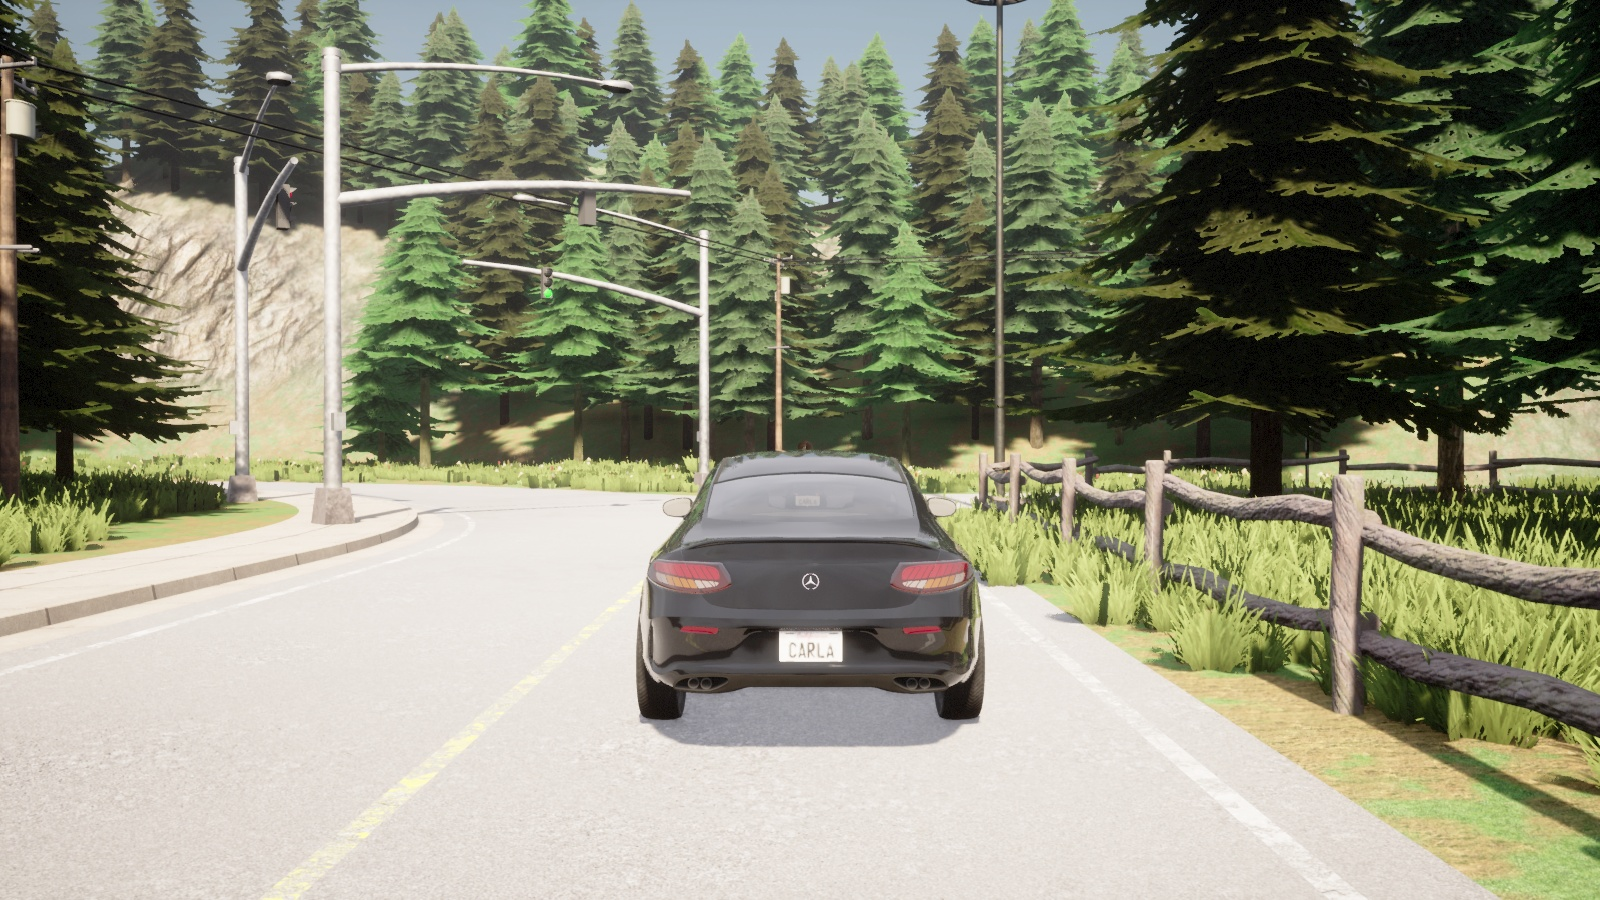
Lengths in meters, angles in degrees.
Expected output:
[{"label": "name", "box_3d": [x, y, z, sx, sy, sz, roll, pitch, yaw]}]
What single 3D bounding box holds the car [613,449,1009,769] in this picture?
[{"label": "car", "box_3d": [0.061, 0.727, 8.089, 1.812, 1.442, 4.674, 0, 0, 0]}]
